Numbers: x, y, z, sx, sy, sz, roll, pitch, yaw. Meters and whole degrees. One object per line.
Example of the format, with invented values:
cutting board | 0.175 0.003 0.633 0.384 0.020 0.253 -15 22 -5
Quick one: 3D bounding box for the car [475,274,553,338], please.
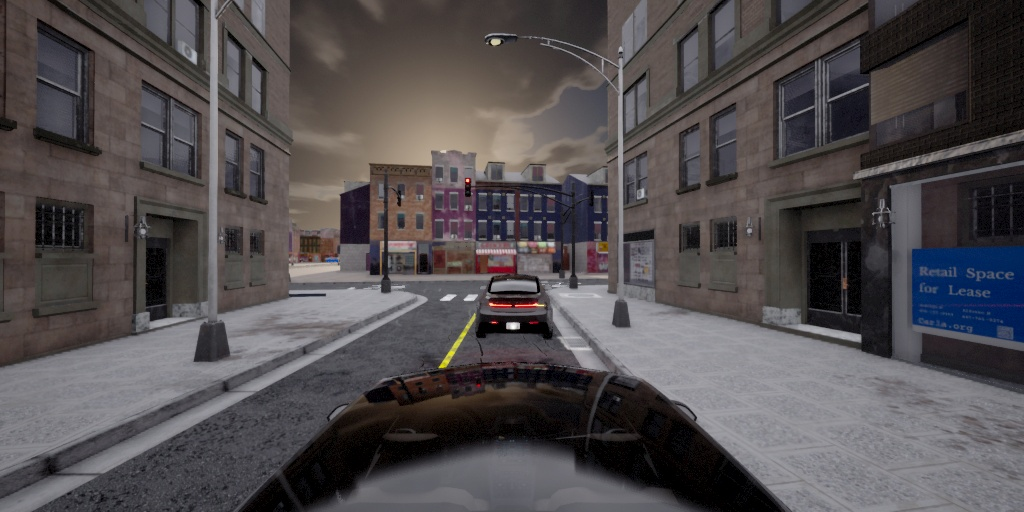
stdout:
car | 0.096 1.256 10.129 1.837 1.490 4.892 0 0 2
